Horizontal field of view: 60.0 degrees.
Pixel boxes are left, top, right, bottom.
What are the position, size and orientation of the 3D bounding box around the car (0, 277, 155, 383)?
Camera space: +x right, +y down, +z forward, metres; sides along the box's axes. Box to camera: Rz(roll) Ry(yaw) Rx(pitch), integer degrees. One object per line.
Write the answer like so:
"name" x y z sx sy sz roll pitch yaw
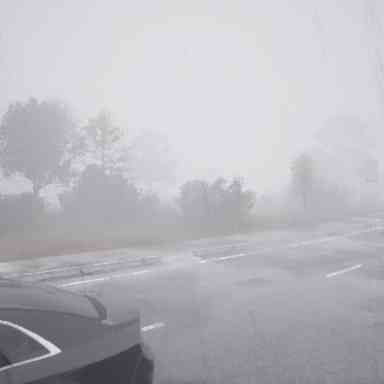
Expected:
"car" -2.614 1.514 2.232 4.892 1.490 1.837 0 0 -36
